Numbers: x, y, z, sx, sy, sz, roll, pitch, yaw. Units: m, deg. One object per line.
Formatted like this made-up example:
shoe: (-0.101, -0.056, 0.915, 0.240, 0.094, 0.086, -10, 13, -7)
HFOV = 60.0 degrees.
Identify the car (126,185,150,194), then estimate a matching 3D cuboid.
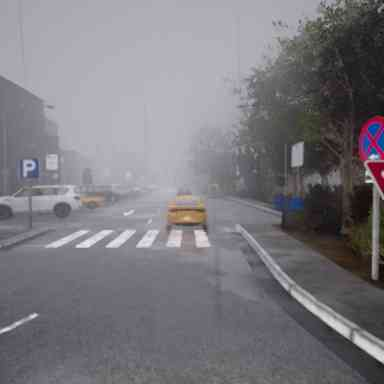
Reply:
car: (-11.185, -0.606, 69.055, 4.553, 1.767, 2.185, -1, 1, -22)

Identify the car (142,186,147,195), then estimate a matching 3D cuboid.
car: (-10.738, -0.336, 54.072, 5.566, 2.045, 2.435, -1, 1, -21)

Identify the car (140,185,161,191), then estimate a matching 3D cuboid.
car: (-11.673, -1.086, 93.127, 5.366, 1.575, 1.946, -1, 1, -22)

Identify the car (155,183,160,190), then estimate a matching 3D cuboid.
car: (-11.668, -0.930, 87.060, 4.892, 1.521, 2.231, -1, 1, -22)

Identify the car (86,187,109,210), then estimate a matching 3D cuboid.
car: (-9.847, 0.668, 27.125, 5.366, 1.575, 1.946, -1, 2, -22)

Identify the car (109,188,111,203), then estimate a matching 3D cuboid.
car: (-10.114, 0.630, 30.060, 4.674, 1.452, 2.002, -1, 2, -22)

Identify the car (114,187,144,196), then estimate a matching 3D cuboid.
car: (-10.810, -0.136, 57.079, 4.792, 1.488, 2.163, -1, 1, -21)

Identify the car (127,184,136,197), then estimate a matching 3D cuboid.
car: (-10.494, 0.038, 45.067, 4.553, 1.767, 2.185, -1, 2, -21)

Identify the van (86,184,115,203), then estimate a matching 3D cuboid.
van: (-10.305, 0.282, 33.004, 4.442, 1.987, 1.878, -1, 2, -22)

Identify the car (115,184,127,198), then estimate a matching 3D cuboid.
car: (-10.397, 0.209, 39.053, 4.553, 1.767, 2.185, -1, 2, -22)

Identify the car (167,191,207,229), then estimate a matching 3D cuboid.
car: (-0.269, 0.952, 17.258, 1.882, 1.535, 5.008, 0, 2, -1)

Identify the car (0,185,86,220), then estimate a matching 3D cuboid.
car: (-9.860, 0.596, 21.024, 5.566, 2.045, 2.435, -1, 2, -22)

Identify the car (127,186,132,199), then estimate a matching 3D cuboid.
car: (-10.446, 0.289, 42.065, 4.674, 1.452, 2.002, -1, 2, -22)

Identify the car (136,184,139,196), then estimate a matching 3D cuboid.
car: (-10.573, -0.045, 48.066, 4.553, 1.767, 2.185, -1, 2, -21)

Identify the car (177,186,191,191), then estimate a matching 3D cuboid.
car: (-1.149, -0.057, 48.374, 2.097, 1.767, 4.553, 0, 1, -2)

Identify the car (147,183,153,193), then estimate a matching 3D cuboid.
car: (-10.985, -0.577, 63.083, 5.566, 2.045, 2.435, -2, 1, -22)

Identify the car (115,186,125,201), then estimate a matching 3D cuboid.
car: (-10.273, 0.419, 36.057, 5.008, 1.535, 2.097, -1, 2, -22)

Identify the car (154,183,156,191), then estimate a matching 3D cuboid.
car: (-11.287, -0.605, 75.078, 4.792, 1.488, 2.163, -1, 1, -22)

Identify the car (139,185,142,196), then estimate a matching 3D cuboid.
car: (-10.657, 0.027, 51.082, 4.792, 1.488, 2.163, -1, 1, -22)
